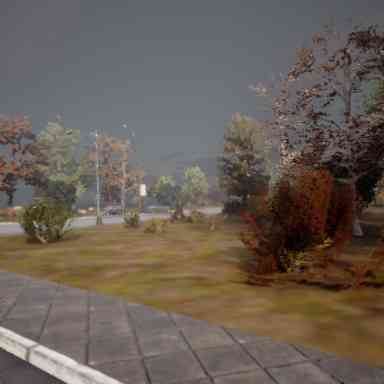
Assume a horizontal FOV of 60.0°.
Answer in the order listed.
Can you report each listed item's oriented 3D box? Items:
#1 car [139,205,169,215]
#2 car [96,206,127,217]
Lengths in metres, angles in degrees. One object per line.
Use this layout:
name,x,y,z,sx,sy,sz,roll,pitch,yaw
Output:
car,-5.492,2.619,48.748,2.033,1.411,5.357,-3,-2,32
car,-11.177,2.702,46.301,2.128,1.511,4.902,-3,-2,32
